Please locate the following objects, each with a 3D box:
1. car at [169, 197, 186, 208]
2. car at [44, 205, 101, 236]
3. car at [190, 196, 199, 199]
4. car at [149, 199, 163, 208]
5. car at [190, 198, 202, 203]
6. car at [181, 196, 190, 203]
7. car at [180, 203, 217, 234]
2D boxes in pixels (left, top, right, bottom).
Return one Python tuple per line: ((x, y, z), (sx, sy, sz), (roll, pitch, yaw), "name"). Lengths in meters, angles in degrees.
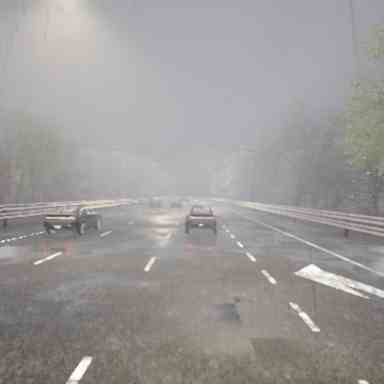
((-2.555, 2.025, 56.216), (2.033, 1.411, 5.357), (1, -1, 1), "car")
((-6.477, 1.500, 18.551), (2.128, 1.511, 4.902), (1, -1, 1), "car")
((1.170, 2.126, 75.797), (2.097, 1.767, 4.553), (1, -1, 1), "car")
((-6.052, 1.891, 56.344), (2.128, 1.511, 4.902), (1, -1, 1), "car")
((0.944, 2.158, 56.155), (1.895, 1.301, 4.718), (1, -1, 1), "car")
((-2.120, 2.116, 94.034), (2.150, 2.045, 5.566), (1, -1, 1), "car")
((0.552, 1.683, 21.047), (2.128, 1.511, 4.902), (1, -1, 1), "car")
